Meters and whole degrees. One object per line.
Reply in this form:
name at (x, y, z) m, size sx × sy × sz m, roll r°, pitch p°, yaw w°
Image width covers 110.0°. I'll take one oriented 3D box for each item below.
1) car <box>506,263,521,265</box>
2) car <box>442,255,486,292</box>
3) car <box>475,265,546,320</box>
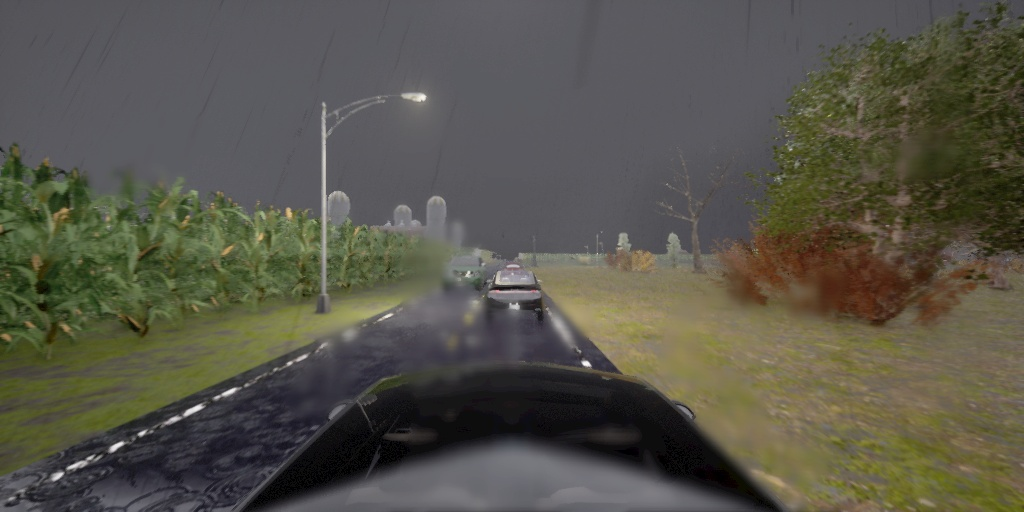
car at (0.093, 1.295, 31.257) m, size 1.812 × 1.442 × 4.674 m, roll 0°, pitch 0°, yaw 0°
car at (-2.759, 0.975, 21.990) m, size 2.150 × 2.045 × 5.566 m, roll 0°, pitch 0°, yaw 0°
car at (0.098, 1.246, 12.592) m, size 2.128 × 1.511 × 4.902 m, roll 0°, pitch 0°, yaw 0°
